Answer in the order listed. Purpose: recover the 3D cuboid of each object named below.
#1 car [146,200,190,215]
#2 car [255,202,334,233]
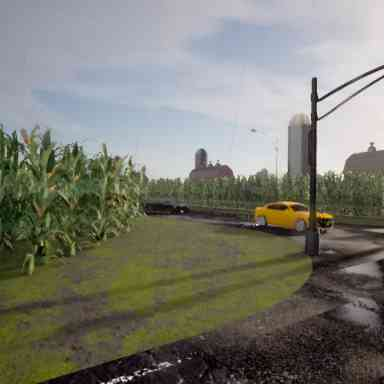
[{"bbox_3d":[-2.206,1.360,30.095,1.895,1.301,4.718,2,0,-38],"label":"car"},{"bbox_3d":[5.625,1.332,18.828,1.882,1.535,5.008,2,-1,-27],"label":"car"}]
